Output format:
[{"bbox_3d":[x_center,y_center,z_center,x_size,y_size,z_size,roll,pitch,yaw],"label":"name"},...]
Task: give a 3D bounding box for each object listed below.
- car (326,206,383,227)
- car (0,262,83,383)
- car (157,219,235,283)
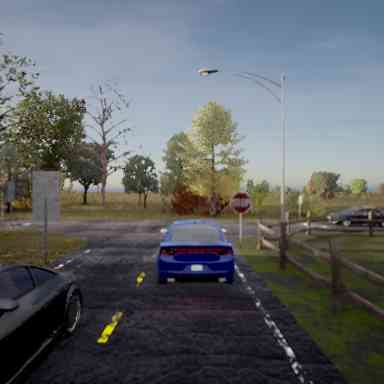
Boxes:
[{"bbox_3d":[12.883,1.871,25.533,4.892,1.490,1.837,1,0,-1],"label":"car"},{"bbox_3d":[-2.825,1.593,3.924,1.994,1.385,4.181,0,0,0],"label":"car"},{"bbox_3d":[0.055,1.551,9.903,1.882,1.535,5.008,0,0,-1],"label":"car"}]
